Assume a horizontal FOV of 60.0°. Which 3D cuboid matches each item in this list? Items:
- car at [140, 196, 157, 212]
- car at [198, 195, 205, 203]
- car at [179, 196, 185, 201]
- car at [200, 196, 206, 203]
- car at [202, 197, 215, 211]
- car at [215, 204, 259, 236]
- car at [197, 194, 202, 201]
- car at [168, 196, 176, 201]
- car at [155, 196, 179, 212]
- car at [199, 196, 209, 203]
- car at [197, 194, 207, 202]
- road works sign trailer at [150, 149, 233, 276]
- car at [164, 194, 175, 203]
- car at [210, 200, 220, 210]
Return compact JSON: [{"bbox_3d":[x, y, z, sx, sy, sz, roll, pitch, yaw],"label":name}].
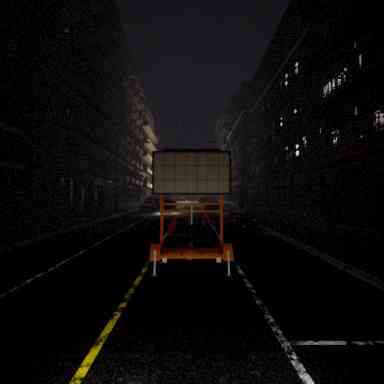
[{"bbox_3d":[-5.304,1.594,40.661,1.752,1.417,4.829,2,0,0],"label":"car"},{"bbox_3d":[2.570,1.684,62.893,1.887,1.381,4.507,1,0,0],"label":"car"},{"bbox_3d":[-2.770,1.866,90.305,1.895,1.301,4.718,0,0,0],"label":"car"},{"bbox_3d":[2.574,1.635,46.301,2.008,1.369,4.403,1,0,0],"label":"car"},{"bbox_3d":[2.575,1.614,40.769,1.887,1.381,4.507,1,0,0],"label":"car"},{"bbox_3d":[2.581,1.565,18.647,1.887,1.381,4.507,1,0,0],"label":"car"},{"bbox_3d":[2.569,1.706,68.423,1.887,1.381,4.507,1,0,0],"label":"car"},{"bbox_3d":[-5.318,1.830,90.605,1.947,1.339,4.313,1,0,0],"label":"car"},{"bbox_3d":[-2.858,1.542,39.318,1.882,1.535,5.008,0,0,0],"label":"car"},{"bbox_3d":[2.577,1.626,73.955,1.967,1.590,4.097,1,0,0],"label":"car"},{"bbox_3d":[2.536,1.551,85.017,2.192,1.841,5.009,1,0,0],"label":"car"},{"bbox_3d":[-0.012,0.473,10.318,2.380,3.560,2.880,0,0,0],"label":"road works sign trailer"},{"bbox_3d":[-5.309,1.526,79.544,2.192,1.841,5.009,1,0,0],"label":"car"},{"bbox_3d":[2.580,1.555,24.349,1.752,1.417,4.829,1,0,0],"label":"car"}]
